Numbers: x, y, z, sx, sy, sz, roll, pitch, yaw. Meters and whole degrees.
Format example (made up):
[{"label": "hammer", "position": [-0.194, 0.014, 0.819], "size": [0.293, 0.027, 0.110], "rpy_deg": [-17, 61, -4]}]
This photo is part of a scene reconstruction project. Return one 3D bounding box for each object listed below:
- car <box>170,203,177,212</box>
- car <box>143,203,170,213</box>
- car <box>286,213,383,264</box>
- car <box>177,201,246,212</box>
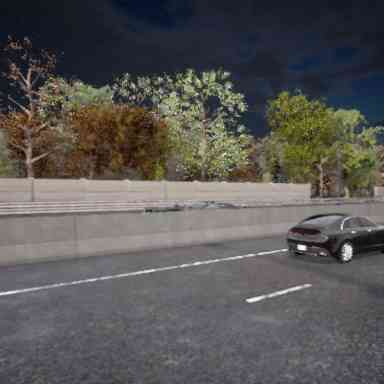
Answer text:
[{"label": "car", "position": [1.054, 1.514, 26.206], "size": [4.892, 1.490, 1.837], "rpy_deg": [1, 0, -35]}, {"label": "car", "position": [-1.783, 1.608, 28.487], "size": [4.718, 1.301, 1.895], "rpy_deg": [0, 0, -35]}, {"label": "car", "position": [5.442, 1.509, 11.925], "size": [4.892, 1.490, 1.837], "rpy_deg": [0, 0, -35]}, {"label": "car", "position": [1.692, 1.512, 22.370], "size": [4.892, 1.490, 1.837], "rpy_deg": [0, 0, -35]}]
